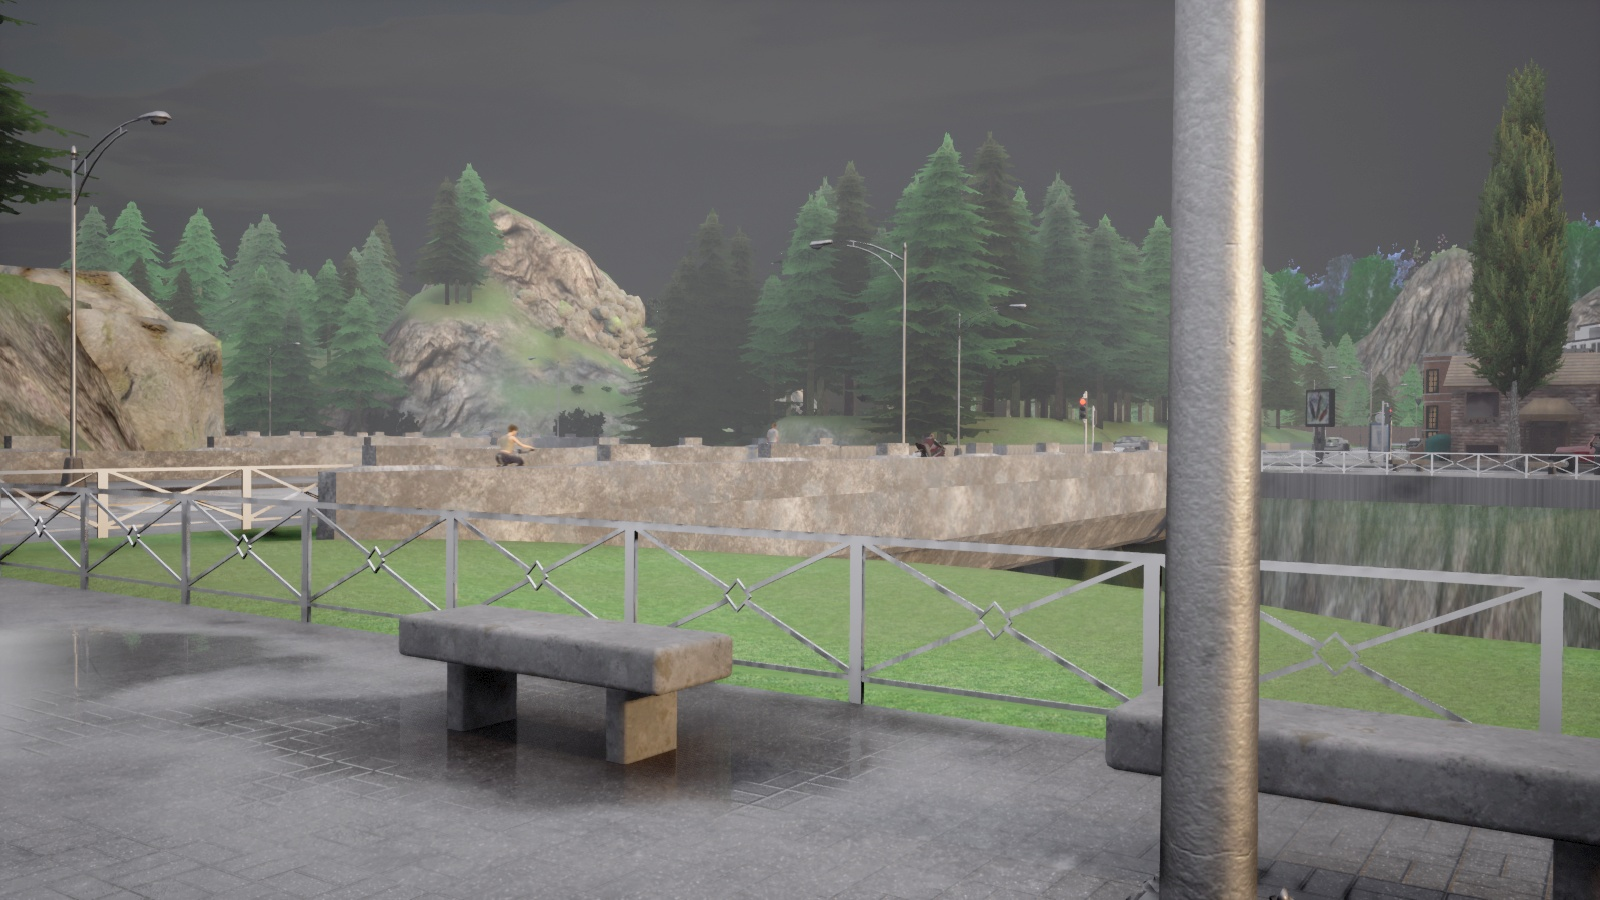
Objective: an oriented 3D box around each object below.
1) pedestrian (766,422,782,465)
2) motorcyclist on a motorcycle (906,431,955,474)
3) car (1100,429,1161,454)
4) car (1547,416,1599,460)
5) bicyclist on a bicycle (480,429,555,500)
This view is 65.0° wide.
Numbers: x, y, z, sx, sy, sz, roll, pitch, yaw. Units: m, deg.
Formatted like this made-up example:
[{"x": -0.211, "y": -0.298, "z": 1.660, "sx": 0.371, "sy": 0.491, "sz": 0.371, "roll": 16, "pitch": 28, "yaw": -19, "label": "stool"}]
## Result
[{"x": -1.107, "y": -0.284, "z": 53.870, "sx": 0.354, "sy": 1.836, "sz": 0.706, "roll": 0, "pitch": 1, "yaw": 31, "label": "pedestrian"}, {"x": 4.851, "y": 0.086, "z": 46.644, "sx": 0.866, "sy": 1.530, "sz": 2.191, "roll": 0, "pitch": 1, "yaw": 34, "label": "motorcyclist on a motorcycle"}, {"x": 20.331, "y": -0.550, "z": 77.173, "sx": 2.128, "sy": 1.511, "sz": 4.902, "roll": 0, "pitch": 1, "yaw": 34, "label": "car"}, {"x": 35.016, "y": -0.540, "z": 54.957, "sx": 3.866, "sy": 1.878, "sz": 1.905, "roll": 0, "pitch": 1, "yaw": 34, "label": "car"}, {"x": -6.609, "y": 0.326, "z": 29.397, "sx": 0.866, "sy": 1.612, "sz": 1.509, "roll": 0, "pitch": 1, "yaw": 34, "label": "bicyclist on a bicycle"}]
